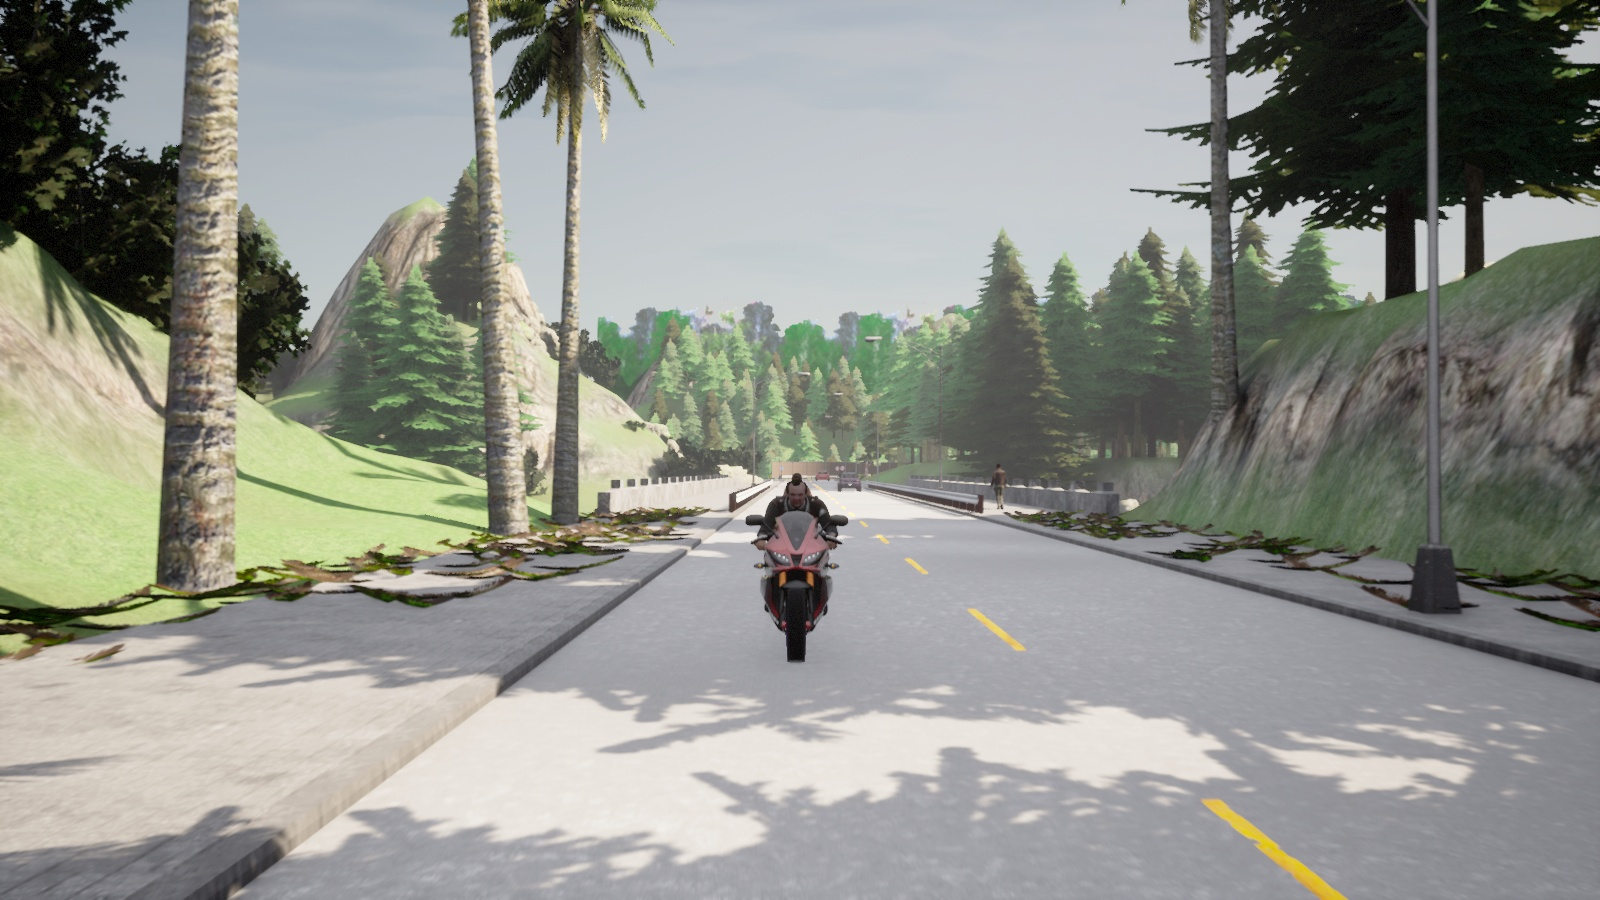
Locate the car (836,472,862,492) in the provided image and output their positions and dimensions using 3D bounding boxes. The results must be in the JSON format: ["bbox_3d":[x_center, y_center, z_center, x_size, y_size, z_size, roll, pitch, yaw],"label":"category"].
[{"bbox_3d":[3.793,2.440,97.177,1.816,1.474,4.193,0,-1,0],"label":"car"}]

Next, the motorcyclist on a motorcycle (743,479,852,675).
[{"bbox_3d":[-0.023,1.035,11.091,0.866,1.530,2.191,0,-1,0],"label":"motorcyclist on a motorcycle"}]

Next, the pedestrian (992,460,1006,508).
[{"bbox_3d":[7.721,1.309,48.734,0.431,1.840,0.703,0,-1,0],"label":"pedestrian"}]
